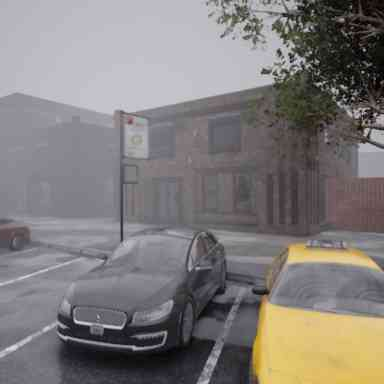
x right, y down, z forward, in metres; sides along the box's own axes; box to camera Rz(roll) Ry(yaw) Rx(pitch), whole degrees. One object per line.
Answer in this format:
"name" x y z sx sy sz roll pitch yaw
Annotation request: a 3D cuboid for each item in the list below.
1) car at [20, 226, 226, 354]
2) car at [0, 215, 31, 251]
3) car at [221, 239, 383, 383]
"car" -0.523 1.480 6.474 2.231 1.521 4.892 1 -1 16
"car" -7.839 1.505 11.717 2.002 1.452 4.674 1 -1 16
"car" 1.863 1.479 4.543 1.946 1.575 5.366 1 -1 16
